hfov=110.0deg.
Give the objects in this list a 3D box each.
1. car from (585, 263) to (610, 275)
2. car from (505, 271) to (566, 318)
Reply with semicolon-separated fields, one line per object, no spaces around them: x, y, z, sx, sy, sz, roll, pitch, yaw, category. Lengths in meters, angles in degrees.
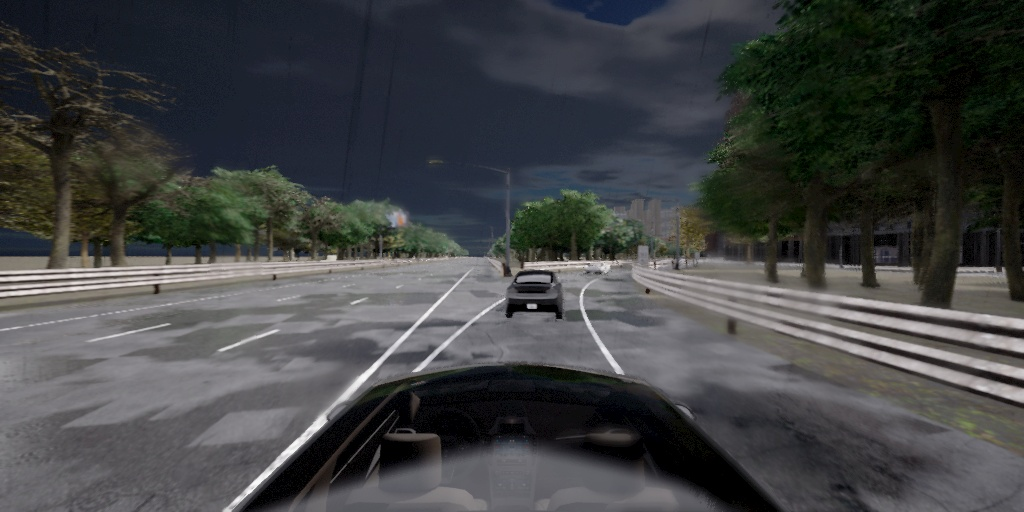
9.784;1.414;40.585;1.895;1.301;4.718;0;0;28;car
0.940;1.267;13.146;1.837;1.490;4.892;0;0;8;car
